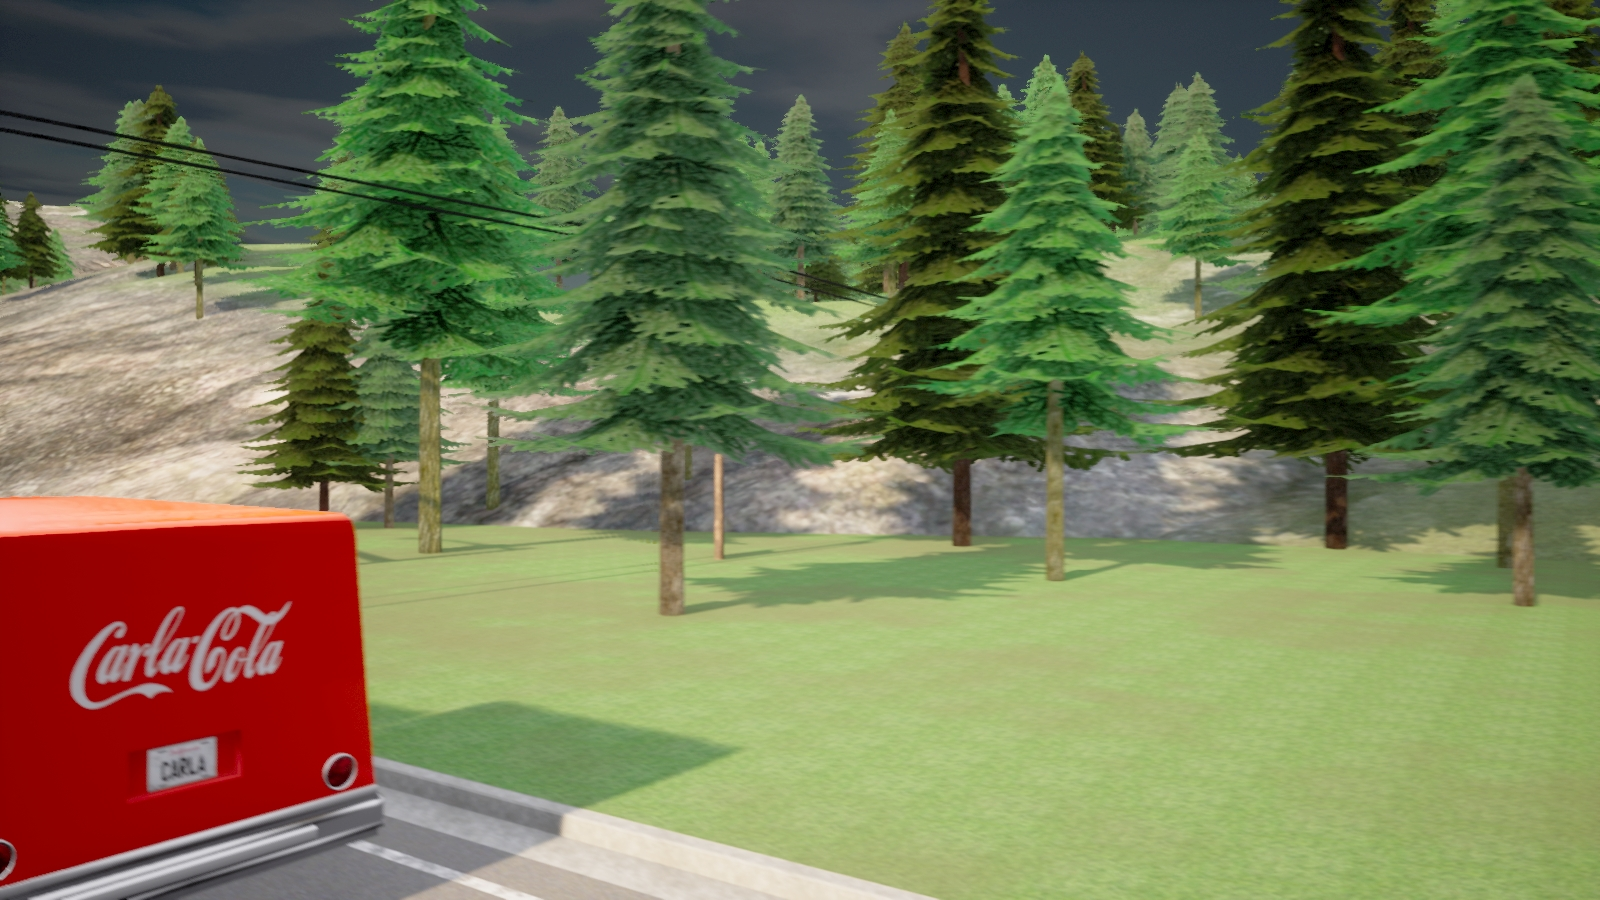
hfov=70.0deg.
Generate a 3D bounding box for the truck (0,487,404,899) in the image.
[{"bbox_3d":[-5.363,1.565,7.521,5.204,2.467,2.627,0,0,34],"label":"truck"}]
